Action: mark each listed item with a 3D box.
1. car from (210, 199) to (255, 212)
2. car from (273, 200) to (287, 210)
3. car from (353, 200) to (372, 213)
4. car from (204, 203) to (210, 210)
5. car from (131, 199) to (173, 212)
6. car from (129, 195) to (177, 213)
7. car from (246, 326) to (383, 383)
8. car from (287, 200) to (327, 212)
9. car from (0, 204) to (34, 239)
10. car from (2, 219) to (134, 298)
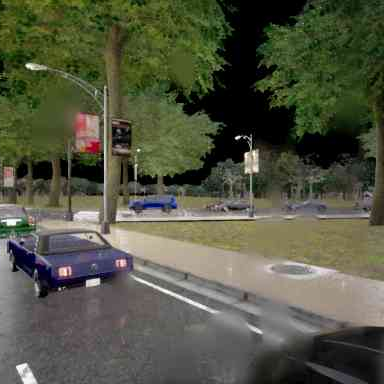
[{"bbox_3d":[5.235,1.678,40.696,4.902,1.511,2.128,0,0,-14],"label":"car"},{"bbox_3d":[13.443,1.806,46.178,4.181,1.385,1.994,0,0,-15],"label":"car"},{"bbox_3d":[22.689,1.786,41.663,4.902,1.511,2.128,0,0,-15],"label":"car"},{"bbox_3d":[3.867,1.708,43.696,4.674,1.442,1.812,0,0,-15],"label":"car"},{"bbox_3d":[-4.971,1.623,41.405,4.902,1.511,2.128,0,0,-14],"label":"car"},{"bbox_3d":[-4.446,1.352,38.186,5.566,2.045,2.150,0,0,-15],"label":"car"},{"bbox_3d":[2.368,1.478,1.232,1.882,1.535,5.008,0,0,-38],"label":"car"},{"bbox_3d":[15.230,1.775,43.283,4.674,1.442,1.812,0,0,-14],"label":"car"},{"bbox_3d":[-8.941,1.352,15.787,2.097,1.767,4.553,0,0,-38],"label":"car"},{"bbox_3d":[-3.428,1.601,8.687,1.895,1.301,4.718,0,0,-38],"label":"car"}]
